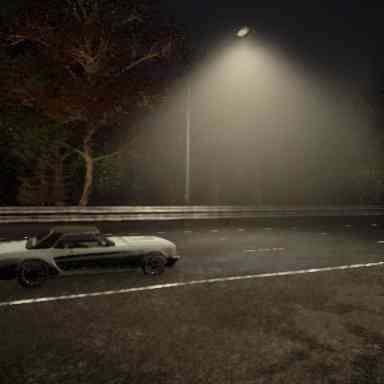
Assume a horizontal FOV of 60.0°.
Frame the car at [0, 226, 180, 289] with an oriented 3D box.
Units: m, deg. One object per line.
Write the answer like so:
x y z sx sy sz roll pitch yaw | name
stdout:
-2.757 1.595 8.969 4.718 1.301 1.895 1 0 -24 | car
